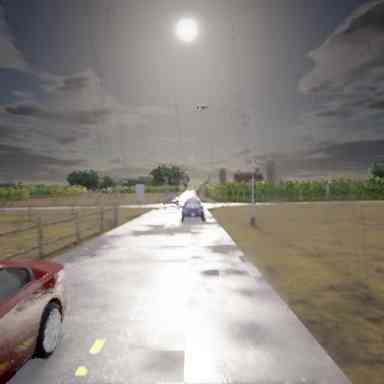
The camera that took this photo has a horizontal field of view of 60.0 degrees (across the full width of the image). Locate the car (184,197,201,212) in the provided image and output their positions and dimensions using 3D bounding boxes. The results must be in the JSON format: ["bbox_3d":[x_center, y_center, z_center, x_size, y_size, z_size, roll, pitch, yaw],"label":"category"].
[{"bbox_3d":[0.092,1.429,39.089,1.882,1.535,5.008,0,0,1],"label":"car"}]

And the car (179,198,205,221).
[{"bbox_3d":[0.079,1.494,26.763,1.812,1.442,4.674,0,0,0],"label":"car"}]

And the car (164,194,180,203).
[{"bbox_3d":[-2.630,0.915,43.918,2.097,1.767,4.553,0,0,0],"label":"car"}]

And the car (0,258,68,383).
[{"bbox_3d":[-2.850,1.475,3.139,1.882,1.535,5.008,0,0,0],"label":"car"}]
